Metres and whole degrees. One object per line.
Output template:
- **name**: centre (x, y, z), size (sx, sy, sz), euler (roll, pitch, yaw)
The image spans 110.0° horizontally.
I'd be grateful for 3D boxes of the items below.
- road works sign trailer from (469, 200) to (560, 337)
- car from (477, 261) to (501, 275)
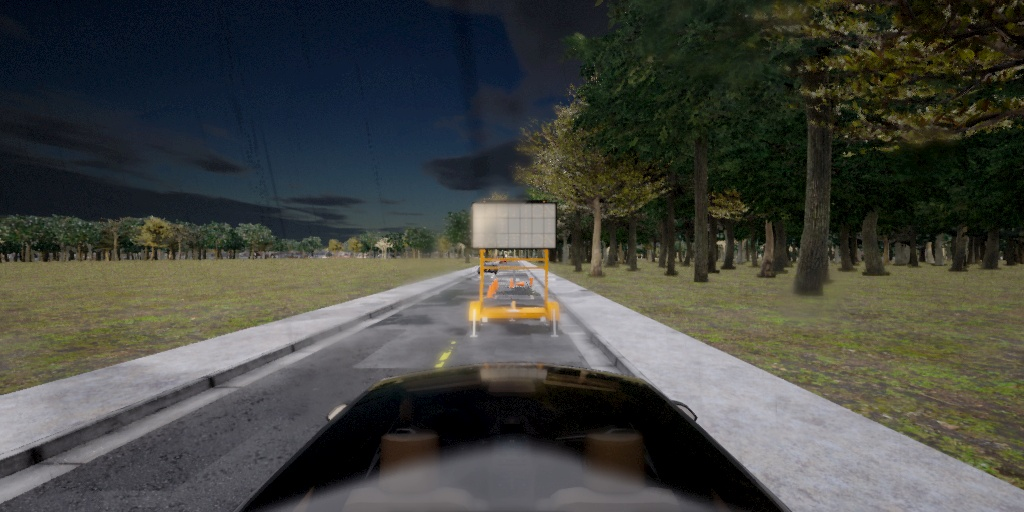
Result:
- **road works sign trailer**: centre (0.067, 0.214, 10.256), size (2.380, 3.560, 2.880), euler (0, 0, 0)
- **car**: centre (-2.589, 1.314, 38.468), size (1.994, 1.385, 4.181), euler (0, 0, 0)
